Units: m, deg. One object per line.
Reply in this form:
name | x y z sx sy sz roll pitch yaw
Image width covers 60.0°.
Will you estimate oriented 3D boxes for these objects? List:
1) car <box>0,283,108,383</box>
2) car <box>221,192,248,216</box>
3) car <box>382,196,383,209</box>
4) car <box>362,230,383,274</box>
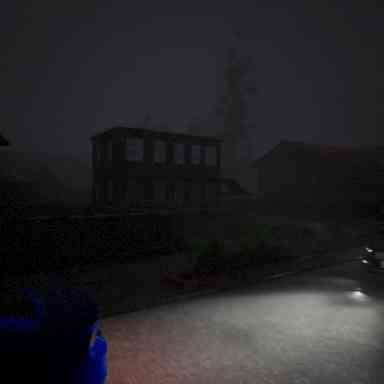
car | -3.150 1.478 2.355 5.008 1.535 1.882 0 0 -35
car | 2.416 0.964 25.286 3.866 1.878 1.905 0 0 -35
car | 19.153 1.114 34.450 1.845 1.501 3.633 0 0 -35
car | 6.685 1.486 9.331 4.902 1.511 2.128 0 0 -35
